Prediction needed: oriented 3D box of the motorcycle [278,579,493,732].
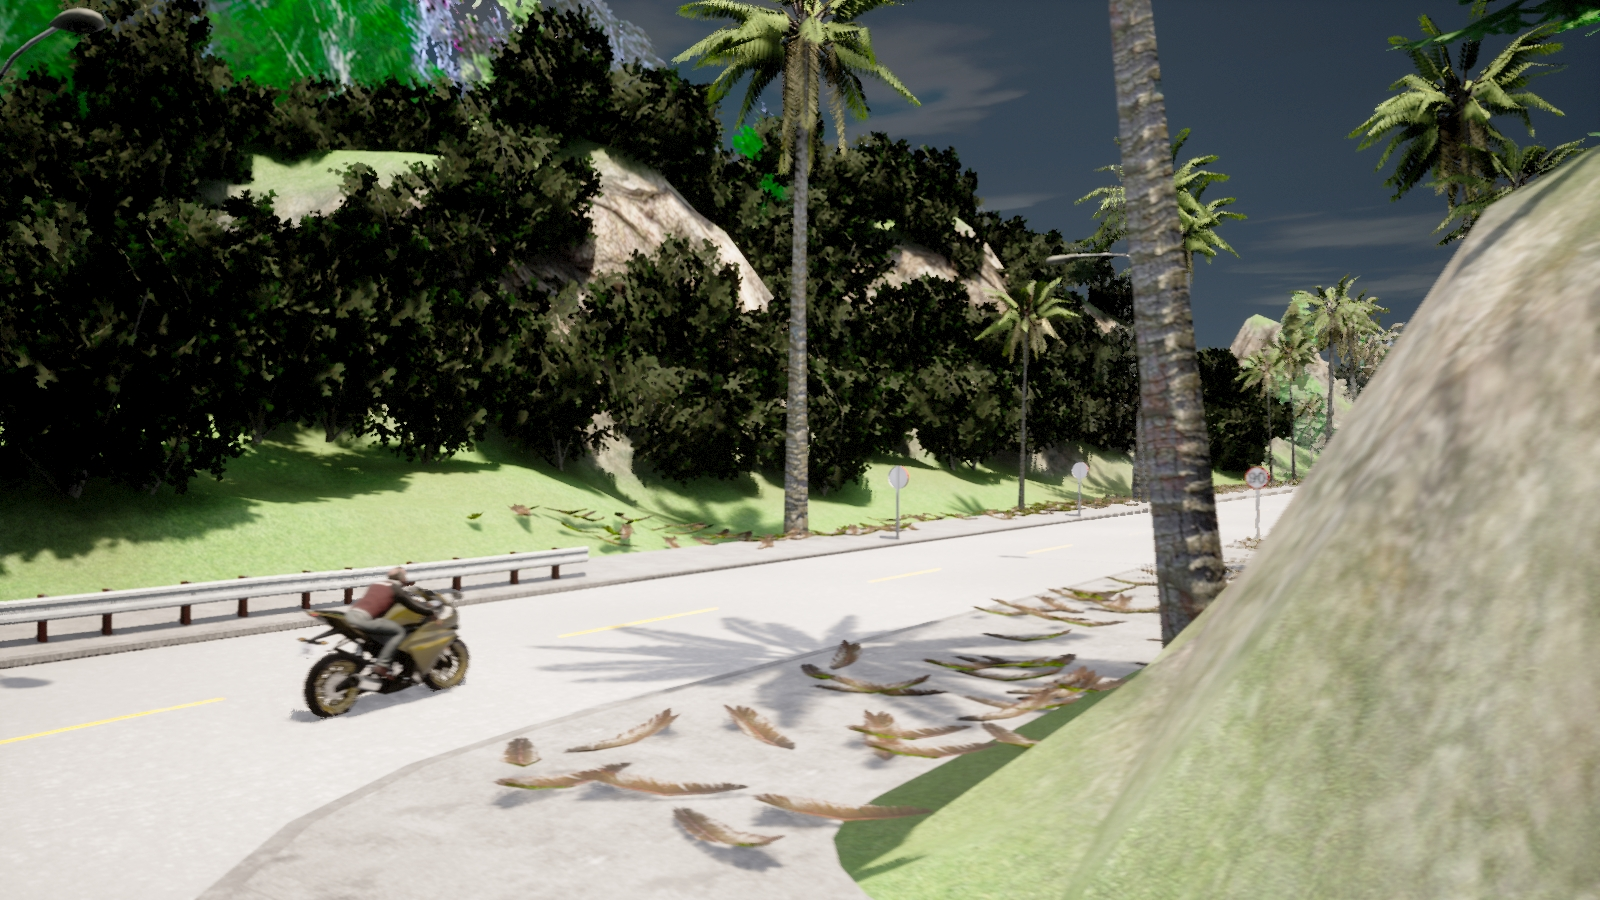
[{"bbox_3d":[-4.534,2.205,12.694,0.867,1.251,2.209,1,1,29],"label":"motorcycle"}]
